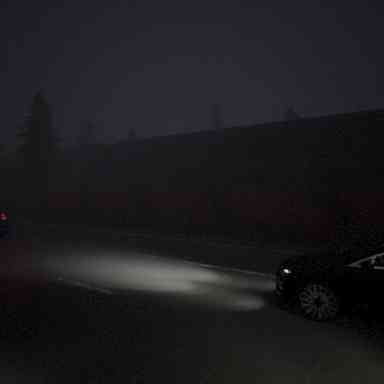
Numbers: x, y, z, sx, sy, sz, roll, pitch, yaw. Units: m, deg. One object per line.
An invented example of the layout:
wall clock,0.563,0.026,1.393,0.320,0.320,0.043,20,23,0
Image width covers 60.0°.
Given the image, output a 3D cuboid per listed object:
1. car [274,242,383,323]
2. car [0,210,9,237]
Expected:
car,3.871,1.492,5.530,4.902,1.511,2.128,0,0,36
car,-10.861,1.235,16.060,4.553,1.767,2.097,0,0,36
